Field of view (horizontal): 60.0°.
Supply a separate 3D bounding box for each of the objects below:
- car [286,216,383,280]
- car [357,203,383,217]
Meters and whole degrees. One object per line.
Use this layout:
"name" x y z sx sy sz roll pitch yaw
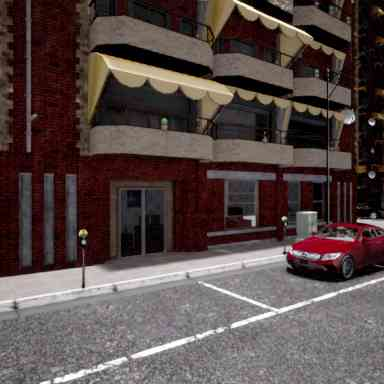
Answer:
"car" 4.631 1.582 9.914 4.206 1.307 1.802 0 0 -35
"car" 16.329 1.796 31.914 1.837 1.490 4.892 0 -1 -36
